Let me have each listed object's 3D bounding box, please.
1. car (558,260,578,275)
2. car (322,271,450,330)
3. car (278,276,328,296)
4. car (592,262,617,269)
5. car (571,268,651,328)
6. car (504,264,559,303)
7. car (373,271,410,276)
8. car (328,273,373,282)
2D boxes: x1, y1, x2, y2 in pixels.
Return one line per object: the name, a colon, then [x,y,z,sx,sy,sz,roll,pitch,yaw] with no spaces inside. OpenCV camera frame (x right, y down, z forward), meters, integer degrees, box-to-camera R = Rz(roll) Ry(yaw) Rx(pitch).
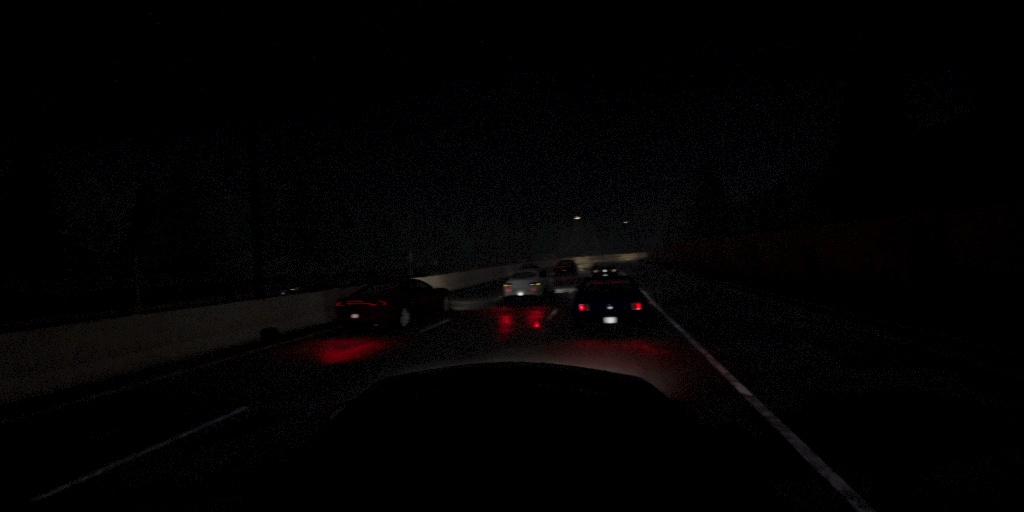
car: [5.345,1.110,34.895,1.882,1.535,5.008,-3,0,14]
car: [-3.866,1.521,12.593,1.882,1.535,5.008,-3,0,14]
car: [-14.929,2.276,26.695,2.128,1.511,4.902,-3,0,14]
car: [7.151,1.084,27.721,1.895,1.301,4.718,-3,0,14]
car: [2.891,1.234,10.777,1.895,1.301,4.718,-3,0,14]
car: [0.902,1.315,17.212,1.812,1.442,4.674,-3,0,14]
car: [-7.787,1.865,26.441,1.837,1.490,4.892,-3,0,14]
car: [-11.175,2.071,27.294,1.837,1.490,4.892,-3,0,14]
